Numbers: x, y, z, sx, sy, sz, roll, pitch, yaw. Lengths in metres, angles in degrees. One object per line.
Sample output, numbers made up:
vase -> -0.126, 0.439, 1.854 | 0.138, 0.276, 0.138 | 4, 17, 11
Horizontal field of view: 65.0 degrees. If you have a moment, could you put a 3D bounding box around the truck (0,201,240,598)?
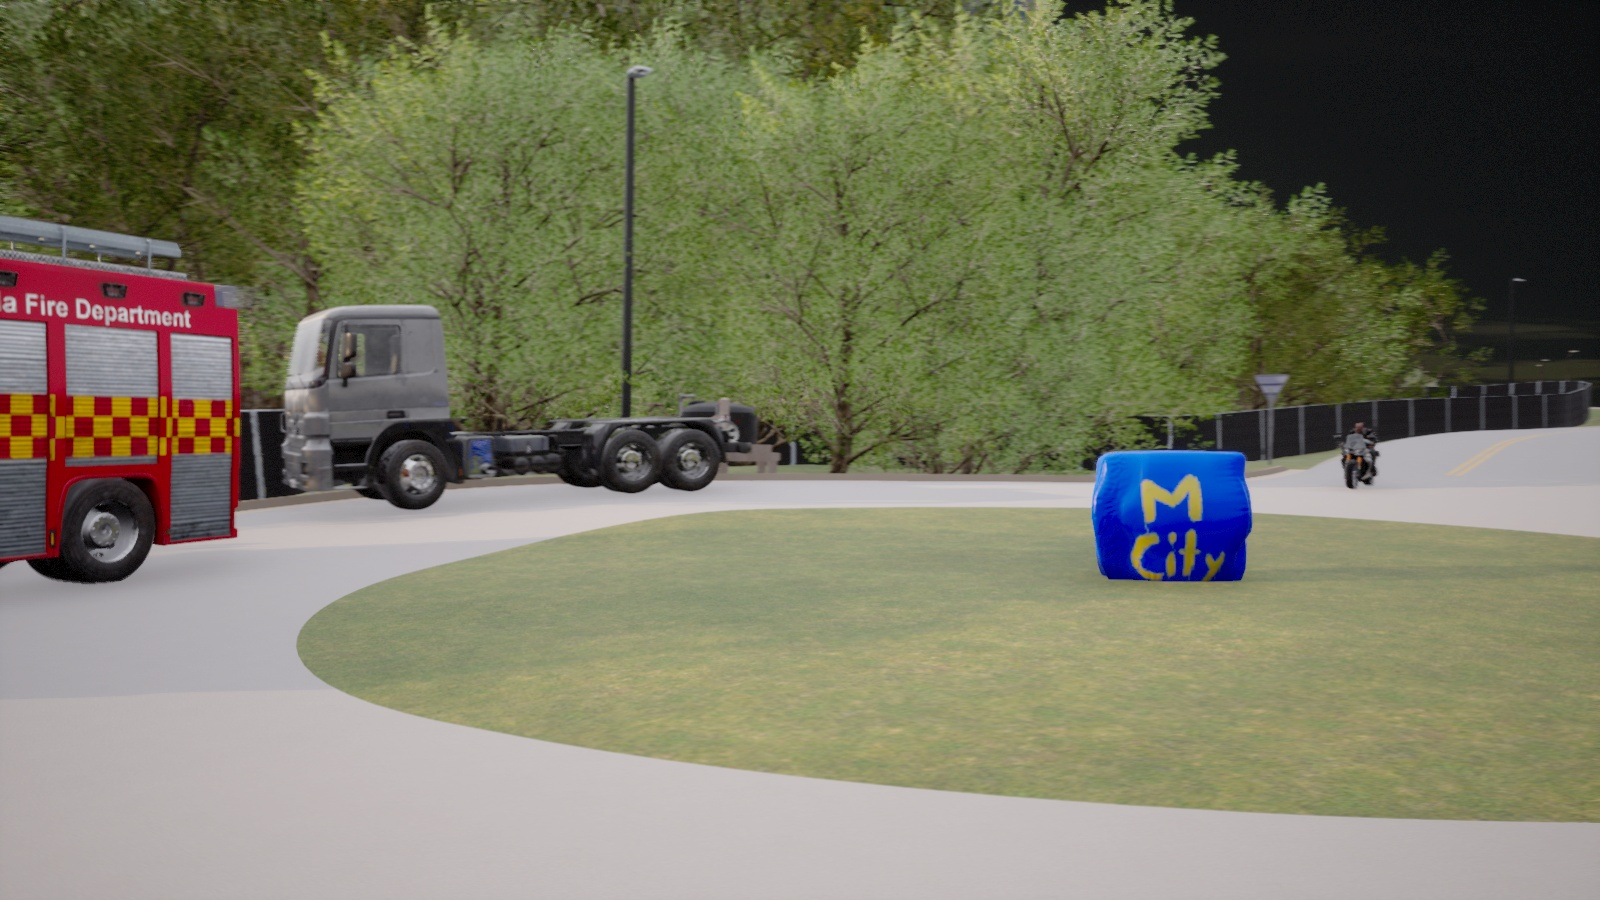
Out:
truck -> -9.574, -0.518, 11.402 | 2.891, 3.827, 8.468 | 3, 2, 22

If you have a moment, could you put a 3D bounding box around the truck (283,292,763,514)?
truck -> -4.873, -0.929, 22.819 | 7.936, 3.462, 2.891 | -3, 3, -30

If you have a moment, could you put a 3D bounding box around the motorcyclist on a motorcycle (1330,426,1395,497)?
motorcyclist on a motorcycle -> 12.700, 0.235, 28.317 | 0.866, 1.530, 2.191 | 1, 2, 37
